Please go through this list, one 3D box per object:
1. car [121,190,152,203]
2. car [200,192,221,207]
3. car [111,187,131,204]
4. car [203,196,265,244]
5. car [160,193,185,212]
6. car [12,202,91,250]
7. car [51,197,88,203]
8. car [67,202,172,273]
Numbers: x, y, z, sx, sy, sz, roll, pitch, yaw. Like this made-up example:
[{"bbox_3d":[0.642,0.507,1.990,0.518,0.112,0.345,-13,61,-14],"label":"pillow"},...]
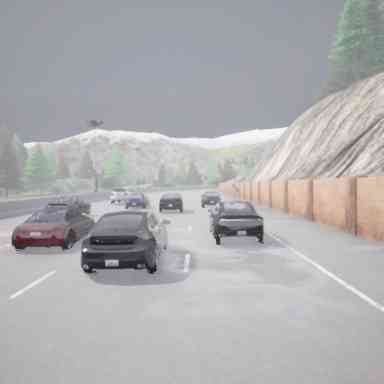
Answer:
[{"bbox_3d":[-5.124,0.855,31.847,1.812,1.442,4.674,-1,1,0],"label":"car"},{"bbox_3d":[1.867,0.709,32.705,1.812,1.442,4.674,-1,1,0],"label":"car"},{"bbox_3d":[-8.555,0.377,41.634,2.150,2.045,5.566,-1,1,0],"label":"car"},{"bbox_3d":[1.733,1.129,13.834,2.128,1.511,4.902,-1,1,0],"label":"car"},{"bbox_3d":[-1.653,0.829,28.303,1.882,1.535,5.008,-1,1,0],"label":"car"},{"bbox_3d":[-5.269,1.341,13.244,1.994,1.385,4.181,-1,1,0],"label":"car"},{"bbox_3d":[-8.688,1.080,23.724,2.128,1.511,4.902,-1,1,0],"label":"car"},{"bbox_3d":[-1.796,1.299,9.941,1.837,1.490,4.892,-1,1,0],"label":"car"}]
